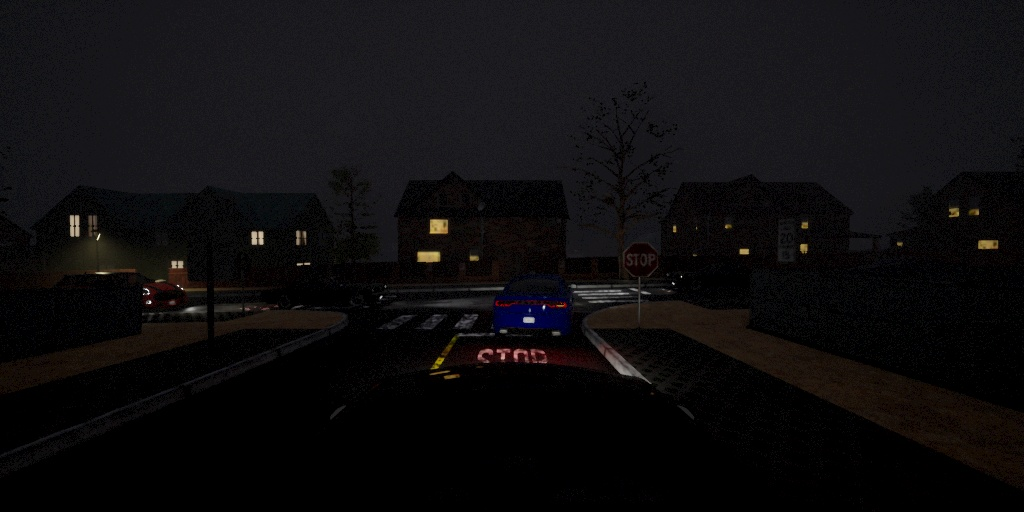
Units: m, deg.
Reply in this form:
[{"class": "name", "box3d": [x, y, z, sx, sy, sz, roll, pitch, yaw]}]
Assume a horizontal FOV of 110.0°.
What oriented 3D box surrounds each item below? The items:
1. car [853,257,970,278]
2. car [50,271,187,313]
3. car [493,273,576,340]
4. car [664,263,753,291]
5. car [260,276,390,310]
[{"class": "car", "box3d": [20.048, 0.753, 18.334, 5.357, 1.411, 2.033, -1, 1, 0]}, {"class": "car", "box3d": [-16.806, 1.471, 15.346, 4.553, 1.767, 2.097, -1, 1, 0]}, {"class": "car", "box3d": [0.782, 1.226, 10.154, 1.882, 1.535, 5.008, 0, 0, 10]}, {"class": "car", "box3d": [10.402, 1.034, 18.294, 4.718, 1.301, 1.895, -1, 1, -1]}, {"class": "car", "box3d": [-7.818, 1.506, 15.358, 4.718, 1.301, 1.895, -1, 1, 0]}]
